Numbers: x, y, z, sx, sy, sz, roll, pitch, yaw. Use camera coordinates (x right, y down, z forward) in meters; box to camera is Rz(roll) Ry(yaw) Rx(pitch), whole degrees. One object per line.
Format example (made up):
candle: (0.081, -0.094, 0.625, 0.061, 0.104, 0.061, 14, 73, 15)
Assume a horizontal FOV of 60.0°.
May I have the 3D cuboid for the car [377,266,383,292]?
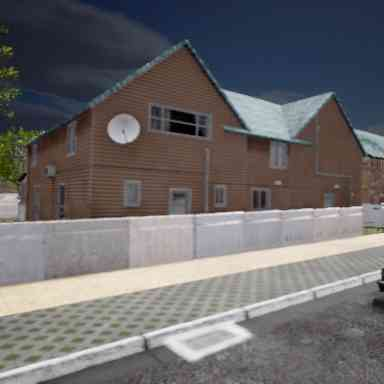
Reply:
car: (6.402, 1.577, 7.618, 5.357, 1.411, 2.033, 0, 0, -35)
